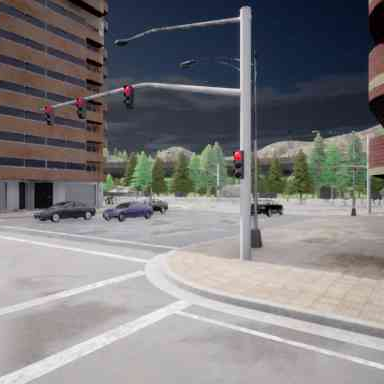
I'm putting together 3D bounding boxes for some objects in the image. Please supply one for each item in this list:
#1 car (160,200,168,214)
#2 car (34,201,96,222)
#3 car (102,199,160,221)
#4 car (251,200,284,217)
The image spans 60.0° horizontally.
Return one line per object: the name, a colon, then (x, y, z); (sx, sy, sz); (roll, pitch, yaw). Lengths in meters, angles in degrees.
car: (-4.456, 1.491, 33.882); (2.128, 1.511, 4.902); (0, 0, 36)
car: (-9.945, 1.505, 26.345); (1.837, 1.490, 4.892); (0, 0, 36)
car: (-5.085, 1.526, 27.082); (1.812, 1.442, 4.674); (0, 0, 36)
car: (7.126, 1.478, 31.740); (1.882, 1.535, 5.008); (0, 0, 36)
